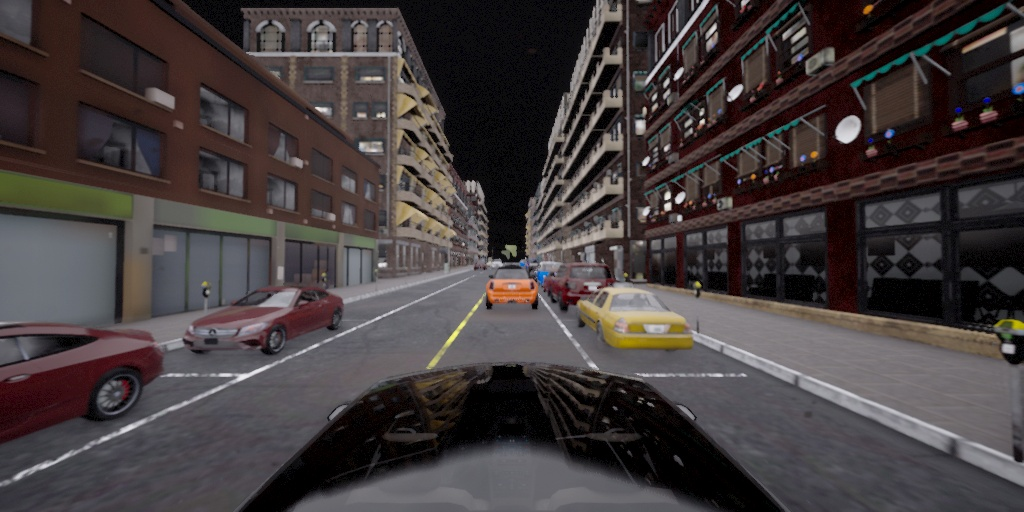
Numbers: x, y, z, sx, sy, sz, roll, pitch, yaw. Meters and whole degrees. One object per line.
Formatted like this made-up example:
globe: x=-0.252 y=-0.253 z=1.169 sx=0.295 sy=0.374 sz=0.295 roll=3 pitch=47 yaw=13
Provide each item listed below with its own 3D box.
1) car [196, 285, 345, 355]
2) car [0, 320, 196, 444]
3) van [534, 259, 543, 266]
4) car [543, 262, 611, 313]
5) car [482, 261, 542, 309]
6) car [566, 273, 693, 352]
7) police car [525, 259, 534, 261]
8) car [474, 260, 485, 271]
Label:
car: x=-5.691 y=1.399 z=8.865 sx=1.802 sy=1.307 sz=4.207 roll=0 pitch=0 yaw=0
car: x=-5.690 y=1.346 z=3.294 sx=1.802 sy=1.307 sz=4.207 roll=0 pitch=0 yaw=0
van: x=2.687 y=1.315 z=25.540 sx=1.690 sy=1.789 sz=3.998 roll=0 pitch=0 yaw=0
car: x=2.689 y=1.184 z=14.398 sx=2.192 sy=1.841 sz=5.009 roll=0 pitch=0 yaw=0
car: x=0.000 y=1.234 z=15.937 sx=2.097 sy=1.767 sz=4.553 roll=0 pitch=-1 yaw=0
car: x=2.690 y=1.342 z=8.997 sx=1.751 sy=1.417 sz=4.829 roll=0 pitch=0 yaw=0
police car: x=3.124 y=1.626 z=49.684 sx=1.930 sy=1.638 sz=5.238 roll=0 pitch=-1 yaw=0
car: x=-5.703 y=1.656 z=64.575 sx=2.192 sy=1.841 sz=5.009 roll=0 pitch=0 yaw=0
